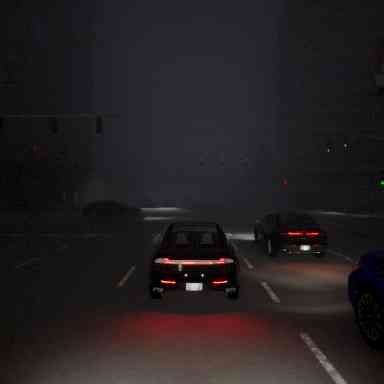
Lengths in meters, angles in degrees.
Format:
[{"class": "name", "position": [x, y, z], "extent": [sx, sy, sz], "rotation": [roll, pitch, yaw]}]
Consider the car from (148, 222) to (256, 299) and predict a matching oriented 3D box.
[{"class": "car", "position": [0.066, 1.492, 8.413], "extent": [2.128, 1.511, 4.902], "rotation": [0, 0, 1]}]

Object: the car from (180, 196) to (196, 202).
[{"class": "car", "position": [-1.018, 1.566, 73.312], "extent": [1.895, 1.301, 4.718], "rotation": [0, 0, -27]}]

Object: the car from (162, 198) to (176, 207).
[{"class": "car", "position": [-3.494, 1.601, 51.363], "extent": [1.895, 1.301, 4.718], "rotation": [0, 0, 1]}]

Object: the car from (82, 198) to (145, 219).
[{"class": "car", "position": [-6.779, 1.505, 28.365], "extent": [4.892, 1.490, 1.837], "rotation": [0, 0, 0]}]

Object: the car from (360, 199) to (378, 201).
[{"class": "car", "position": [18.678, 1.526, 35.673], "extent": [4.674, 1.442, 1.812], "rotation": [0, 0, 0]}]

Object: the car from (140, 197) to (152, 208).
[{"class": "car", "position": [-7.010, 1.505, 48.730], "extent": [1.837, 1.490, 4.892], "rotation": [0, 0, 0]}]

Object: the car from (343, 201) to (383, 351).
[{"class": "car", "position": [3.606, 1.222, 3.049], "extent": [2.150, 2.045, 5.566], "rotation": [0, 0, 0]}]

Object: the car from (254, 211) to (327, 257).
[{"class": "car", "position": [3.616, 1.505, 12.880], "extent": [1.837, 1.490, 4.892], "rotation": [0, 0, 1]}]
